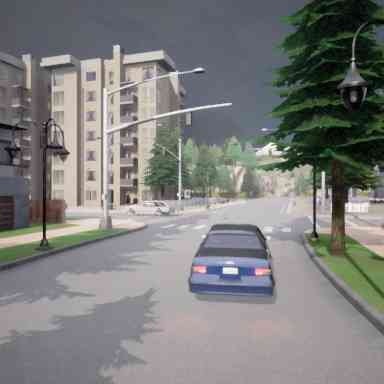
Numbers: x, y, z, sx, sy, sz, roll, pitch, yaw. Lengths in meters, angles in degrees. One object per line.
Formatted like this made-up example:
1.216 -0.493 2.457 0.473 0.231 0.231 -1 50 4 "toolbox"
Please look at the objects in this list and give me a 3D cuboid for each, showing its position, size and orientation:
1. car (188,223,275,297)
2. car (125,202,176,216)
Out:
1.133 1.547 8.810 2.033 1.411 5.357 0 0 9 "car"
-4.023 1.619 31.985 4.718 1.301 1.895 0 0 19 "car"
